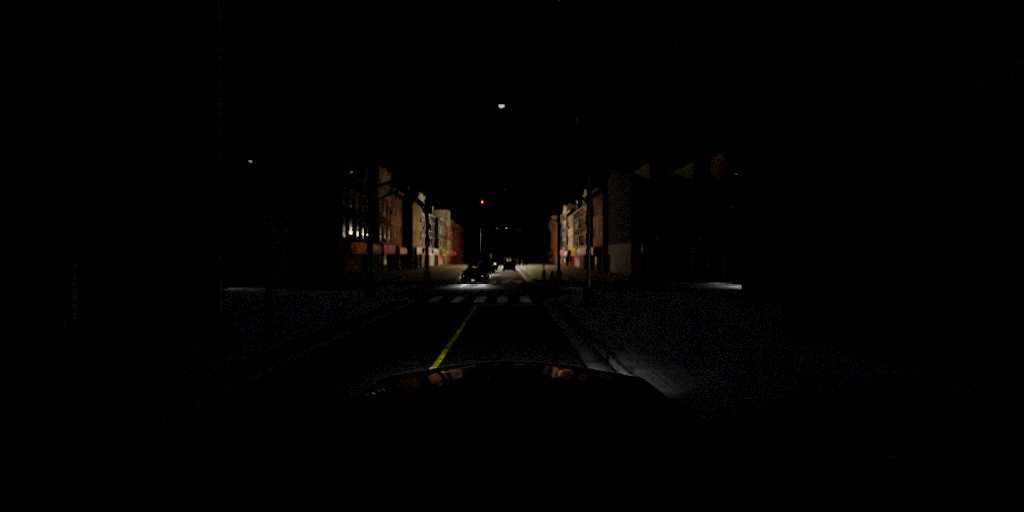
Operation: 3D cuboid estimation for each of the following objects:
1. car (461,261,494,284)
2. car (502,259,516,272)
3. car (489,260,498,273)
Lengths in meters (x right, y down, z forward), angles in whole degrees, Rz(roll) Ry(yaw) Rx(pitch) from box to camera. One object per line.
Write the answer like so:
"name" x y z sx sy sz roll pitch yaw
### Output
"car" -2.787 1.343 28.122 2.033 1.411 5.357 0 0 0
"car" -0.364 1.400 49.007 1.948 1.339 4.313 0 0 -1
"car" -2.924 1.354 42.242 1.837 1.490 4.892 0 0 -1
